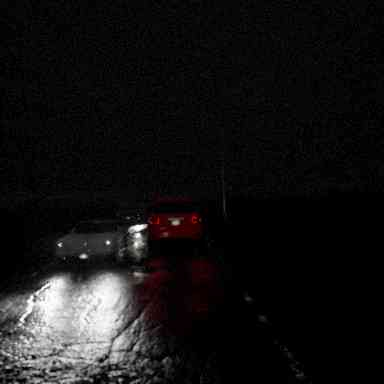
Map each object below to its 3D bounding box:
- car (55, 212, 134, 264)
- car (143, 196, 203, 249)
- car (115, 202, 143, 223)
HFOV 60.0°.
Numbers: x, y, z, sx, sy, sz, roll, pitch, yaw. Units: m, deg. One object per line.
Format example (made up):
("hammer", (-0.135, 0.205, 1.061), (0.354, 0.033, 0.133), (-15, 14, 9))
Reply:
("car", (-3.499, 1.682, 12.432), (1.895, 1.301, 4.718), (-2, 0, -5))
("car", (-0.818, 1.224, 14.900), (2.150, 2.045, 5.566), (-2, 0, -5))
("car", (-4.788, 1.608, 25.949), (1.837, 1.490, 4.892), (-2, 0, -7))
